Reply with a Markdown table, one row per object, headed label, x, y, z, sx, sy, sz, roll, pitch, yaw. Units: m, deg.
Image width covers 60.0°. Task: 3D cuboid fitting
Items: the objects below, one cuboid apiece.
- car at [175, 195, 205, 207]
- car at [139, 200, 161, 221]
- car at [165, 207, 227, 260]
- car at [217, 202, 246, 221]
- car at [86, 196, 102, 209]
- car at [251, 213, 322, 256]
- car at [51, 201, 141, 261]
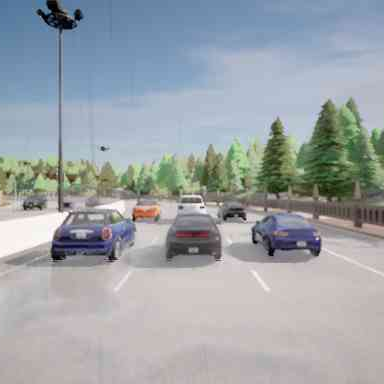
| label | x | y | z | sx | sy | sz | roll | pitch | yaw |
| --- | --- | --- | --- | --- | --- | --- | --- | --- | --- |
| car | -0.132 | 1.282 | 26.789 | 2.150 | 2.045 | 5.566 | 0 | 0 | -2 |
| car | -3.701 | 1.410 | 27.589 | 2.097 | 1.767 | 4.553 | 0 | 0 | -3 |
| car | 0.065 | 1.531 | 12.456 | 1.837 | 1.490 | 4.892 | 0 | 0 | 0 |
| car | 3.292 | 1.567 | 27.971 | 1.837 | 1.490 | 4.892 | 0 | 0 | -3 |
| car | -14.172 | 1.455 | 48.150 | 2.097 | 1.767 | 4.553 | 0 | 0 | -16 |
| car | 3.569 | 1.555 | 13.125 | 1.812 | 1.442 | 4.674 | 0 | -1 | 0 |
| car | -3.436 | 1.379 | 12.484 | 2.097 | 1.767 | 4.553 | 0 | 0 | 0 |
